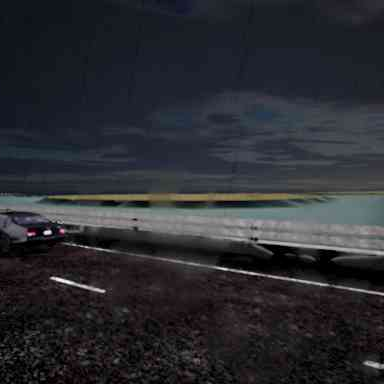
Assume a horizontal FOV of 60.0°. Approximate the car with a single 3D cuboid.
[{"bbox_3d":[-7.264,1.508,13.515,5.357,1.411,2.033,0,0,36],"label":"car"}]
